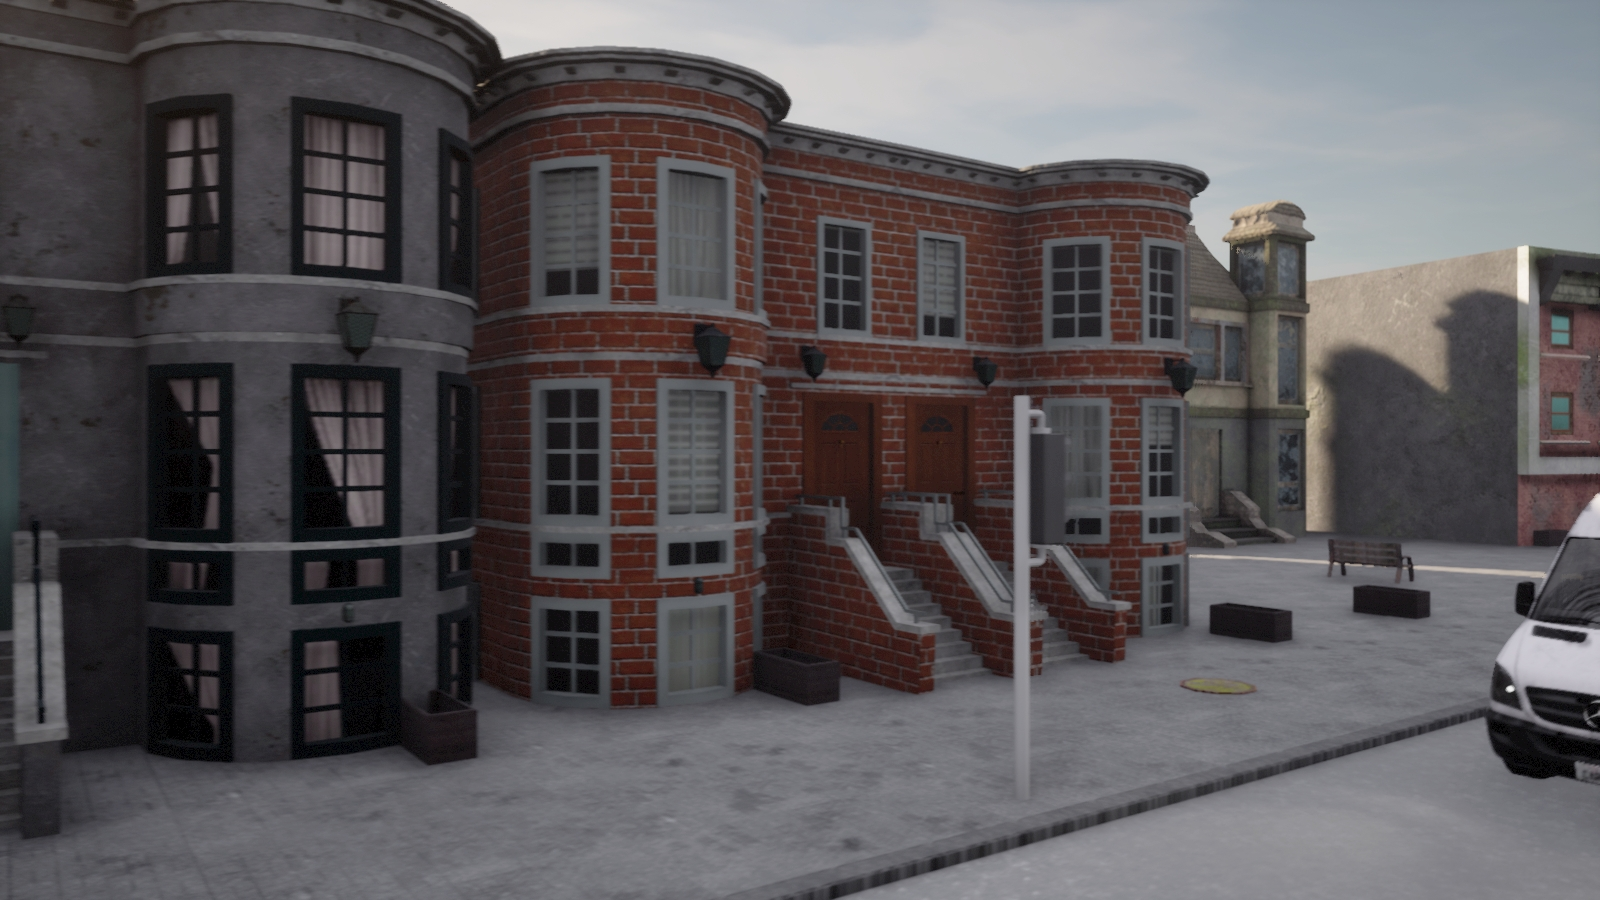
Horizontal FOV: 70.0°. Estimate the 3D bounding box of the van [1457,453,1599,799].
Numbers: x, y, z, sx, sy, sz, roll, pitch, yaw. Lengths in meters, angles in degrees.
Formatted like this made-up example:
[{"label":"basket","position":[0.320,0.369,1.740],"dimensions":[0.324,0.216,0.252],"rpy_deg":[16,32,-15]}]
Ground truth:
[{"label":"van","position":[8.418,1.310,10.306],"dimensions":[5.915,2.561,1.988],"rpy_deg":[-1,1,-35]}]
